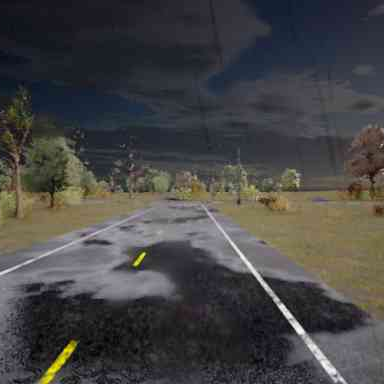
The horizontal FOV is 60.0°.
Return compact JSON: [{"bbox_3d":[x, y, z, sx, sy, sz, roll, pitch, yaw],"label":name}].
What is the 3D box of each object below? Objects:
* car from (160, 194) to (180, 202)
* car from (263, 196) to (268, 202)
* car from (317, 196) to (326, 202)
[{"bbox_3d":[-4.846,1.332,74.115,4.553,1.767,2.097,0,0,-1],"label":"car"},{"bbox_3d":[16.450,1.543,67.658,5.008,1.535,1.882,0,0,-2],"label":"car"},{"bbox_3d":[28.076,1.642,75.011,4.181,1.385,1.994,0,0,-2],"label":"car"}]
